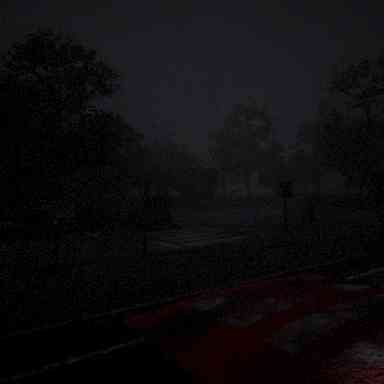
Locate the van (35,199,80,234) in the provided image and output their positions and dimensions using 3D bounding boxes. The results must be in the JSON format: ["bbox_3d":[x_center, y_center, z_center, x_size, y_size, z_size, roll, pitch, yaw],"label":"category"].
[{"bbox_3d":[-8.411,1.460,20.597,1.878,1.987,4.442,0,0,-35],"label":"van"}]

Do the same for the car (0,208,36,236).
[{"bbox_3d":[-10.754,1.698,19.104,2.163,1.488,4.792,0,0,-36],"label":"car"}]
